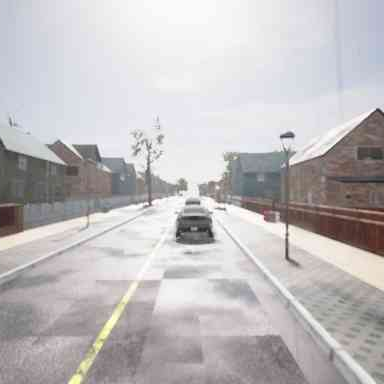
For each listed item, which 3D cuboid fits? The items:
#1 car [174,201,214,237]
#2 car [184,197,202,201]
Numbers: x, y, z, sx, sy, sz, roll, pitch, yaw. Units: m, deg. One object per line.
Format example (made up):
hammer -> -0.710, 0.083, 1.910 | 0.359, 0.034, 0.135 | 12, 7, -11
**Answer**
car -> 0.105, 1.449, 17.800 | 1.837, 1.490, 4.892 | 0, 0, 0
car -> 0.115, 1.375, 39.965 | 1.882, 1.535, 5.008 | 0, 0, 0
